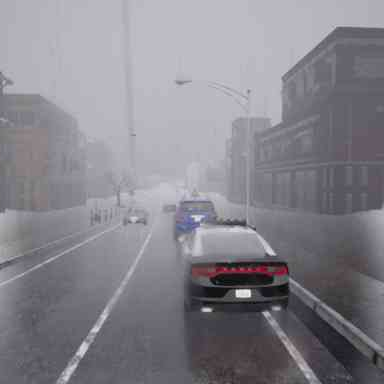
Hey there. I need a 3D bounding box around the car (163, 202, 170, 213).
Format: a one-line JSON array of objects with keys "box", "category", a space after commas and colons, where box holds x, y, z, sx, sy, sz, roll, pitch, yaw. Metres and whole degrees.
[{"box": [-3.102, 2.128, 46.720, 1.882, 1.535, 5.008, 0, 0, -4], "category": "car"}]

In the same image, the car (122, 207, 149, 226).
[{"box": [-4.627, 1.987, 27.711, 2.128, 1.511, 4.902, 0, -1, -5], "category": "car"}]

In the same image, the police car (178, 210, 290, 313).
[{"box": [0.715, 1.464, 7.960, 1.930, 1.638, 5.238, 0, -1, -3], "category": "police car"}]

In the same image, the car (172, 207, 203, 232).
[{"box": [-0.410, 1.852, 23.934, 1.882, 1.535, 5.008, 0, -2, -5], "category": "car"}]

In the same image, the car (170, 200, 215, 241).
[{"box": [0.065, 1.434, 17.965, 2.150, 2.045, 5.566, 0, -1, -4], "category": "car"}]
